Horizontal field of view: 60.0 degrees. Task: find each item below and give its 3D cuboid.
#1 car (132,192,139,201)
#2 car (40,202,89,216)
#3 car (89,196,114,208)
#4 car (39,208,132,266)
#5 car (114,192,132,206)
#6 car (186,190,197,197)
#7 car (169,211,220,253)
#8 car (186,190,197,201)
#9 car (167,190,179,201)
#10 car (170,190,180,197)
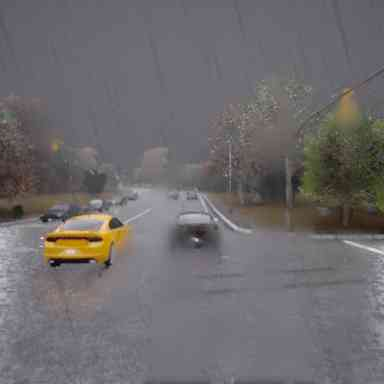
[{"bbox_3d":[-10.514,0.796,58.113,2.033,1.411,5.357,0,3,0],"label":"car"},{"bbox_3d":[-10.618,1.671,27.569,2.033,1.411,5.357,0,0,1],"label":"car"},{"bbox_3d":[-10.593,1.521,37.440,1.812,1.442,4.674,0,1,0],"label":"car"},{"bbox_3d":[-3.403,1.543,11.799,1.882,1.535,5.008,0,0,0],"label":"car"},{"bbox_3d":[-10.553,1.187,47.540,2.128,1.511,4.902,0,2,0],"label":"car"},{"bbox_3d":[-0.134,0.311,69.541,1.994,1.385,4.181,0,2,-3],"label":"car"},{"bbox_3d":[0.105,1.558,14.205,1.882,1.535,5.008,0,0,0],"label":"car"},{"bbox_3d":[-0.014,0.697,59.110,2.128,1.511,4.902,0,3,0],"label":"car"},{"bbox_3d":[-3.515,0.694,59.493,1.837,1.490,4.892,0,3,0],"label":"car"},{"bbox_3d":[-3.635,0.305,69.554,1.994,1.385,4.181,0,2,-3],"label":"car"}]
